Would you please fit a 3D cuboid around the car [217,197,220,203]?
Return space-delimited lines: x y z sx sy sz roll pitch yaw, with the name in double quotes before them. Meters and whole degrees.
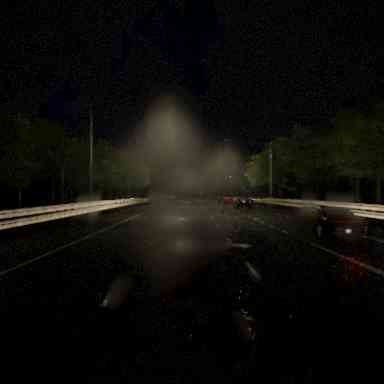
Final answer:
"car" 7.192 1.906 81.212 1.812 1.442 4.674 0 -1 0

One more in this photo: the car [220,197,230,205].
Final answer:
"car" 7.099 1.759 64.986 1.994 1.385 4.181 0 -1 0

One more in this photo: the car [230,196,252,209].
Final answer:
"car" 7.029 1.411 46.964 2.097 1.767 4.553 0 0 0

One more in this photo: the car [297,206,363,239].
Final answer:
"car" 7.020 1.513 17.389 1.837 1.490 4.892 0 0 0
